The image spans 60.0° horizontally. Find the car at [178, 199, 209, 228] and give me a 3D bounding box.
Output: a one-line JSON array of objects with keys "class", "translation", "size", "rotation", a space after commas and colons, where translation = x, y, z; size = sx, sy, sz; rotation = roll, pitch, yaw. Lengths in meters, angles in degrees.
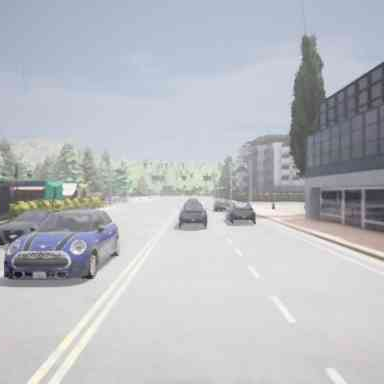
[{"class": "car", "translation": [0.073, 1.499, 22.342], "size": [2.128, 1.511, 4.902], "rotation": [0, 0, 0]}]

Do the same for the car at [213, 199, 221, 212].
[{"class": "car", "translation": [3.577, 1.574, 39.815], "size": [1.994, 1.385, 4.181], "rotation": [0, 0, 0]}]

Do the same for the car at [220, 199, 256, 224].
[{"class": "car", "translation": [3.581, 1.500, 24.999], "size": [2.128, 1.511, 4.902], "rotation": [0, 0, 0]}]

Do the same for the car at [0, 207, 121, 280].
[{"class": "car", "translation": [-3.590, 1.354, 10.050], "size": [2.097, 1.767, 4.553], "rotation": [0, 0, 0]}]
